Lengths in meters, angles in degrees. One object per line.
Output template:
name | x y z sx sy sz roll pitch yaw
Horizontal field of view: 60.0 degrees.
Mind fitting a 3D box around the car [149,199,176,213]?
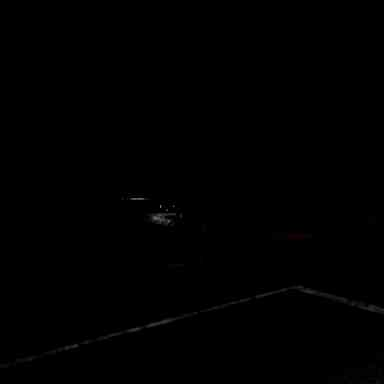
car | -3.276 1.501 35.985 1.895 1.301 4.718 1 1 -20

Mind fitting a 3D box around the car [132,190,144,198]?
car | -9.747 0.330 60.501 1.994 1.385 4.181 1 3 -8

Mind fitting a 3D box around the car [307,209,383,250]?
car | 7.327 1.512 14.293 2.128 1.511 4.902 1 0 -31
